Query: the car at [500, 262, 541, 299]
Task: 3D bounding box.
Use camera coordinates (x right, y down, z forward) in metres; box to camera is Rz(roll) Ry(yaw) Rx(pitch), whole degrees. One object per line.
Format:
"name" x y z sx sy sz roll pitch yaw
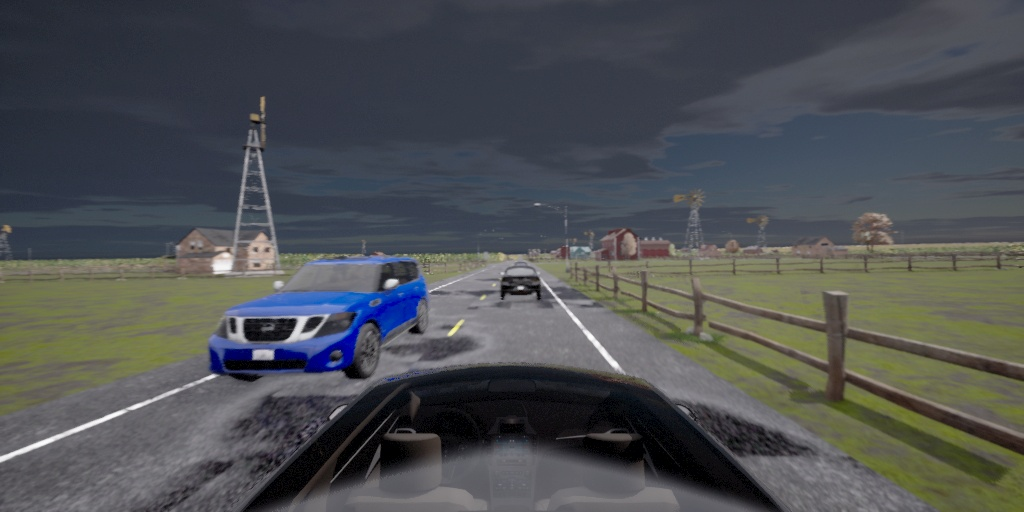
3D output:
"car" 0.435 1.213 18.016 1.882 1.535 5.008 -1 0 1

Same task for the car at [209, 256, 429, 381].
"car" -3.386 1.022 7.726 2.150 2.045 5.566 -1 0 1
